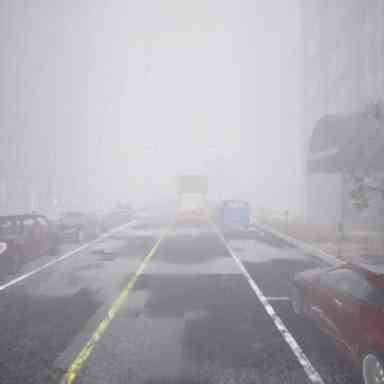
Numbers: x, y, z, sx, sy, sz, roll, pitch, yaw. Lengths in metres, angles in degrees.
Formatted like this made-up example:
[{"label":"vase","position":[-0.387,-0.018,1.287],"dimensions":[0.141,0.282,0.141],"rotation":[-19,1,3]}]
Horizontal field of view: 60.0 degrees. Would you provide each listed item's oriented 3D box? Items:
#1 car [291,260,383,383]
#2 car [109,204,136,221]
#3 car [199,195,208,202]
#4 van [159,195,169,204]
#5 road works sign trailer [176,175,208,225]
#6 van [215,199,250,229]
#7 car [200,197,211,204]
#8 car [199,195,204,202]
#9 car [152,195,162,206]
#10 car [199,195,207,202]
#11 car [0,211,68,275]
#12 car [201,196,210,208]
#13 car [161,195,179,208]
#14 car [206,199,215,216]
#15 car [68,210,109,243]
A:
[{"label":"car","position":[2.689,1.593,4.593],"dimensions":[1.802,1.307,4.206],"rotation":[0,0,0]},{"label":"car","position":[-5.694,1.636,27.363],"dimensions":[1.802,1.307,4.206],"rotation":[0,0,0]},{"label":"car","position":[2.684,1.559,78.594],"dimensions":[1.967,1.590,4.097],"rotation":[0,0,0]},{"label":"van","position":[-5.696,1.456,67.212],"dimensions":[1.690,1.788,3.998],"rotation":[0,0,0]},{"label":"road works sign trailer","position":[-0.003,0.514,24.690],"dimensions":[2.380,3.560,2.880],"rotation":[0,0,0]},{"label":"van","position":[2.688,1.385,21.670],"dimensions":[1.690,1.788,3.998],"rotation":[0,0,0]},{"label":"car","position":[2.684,1.666,67.208],"dimensions":[2.008,1.369,4.403],"rotation":[0,0,0]},{"label":"car","position":[2.685,1.661,61.516],"dimensions":[2.008,1.369,4.403],"rotation":[0,0,0]},{"label":"car","position":[-5.696,1.655,55.826],"dimensions":[2.008,1.369,4.403],"rotation":[0,0,0]},{"label":"car","position":[2.683,1.560,84.286],"dimensions":[1.967,1.590,4.097],"rotation":[0,0,0]},{"label":"car","position":[-5.692,1.464,10.287],"dimensions":[1.967,1.590,4.097],"rotation":[0,0,0]},{"label":"car","position":[2.685,1.677,50.131],"dimensions":[1.802,1.307,4.206],"rotation":[0,0,0]},{"label":"car","position":[-3.081,1.450,51.166],"dimensions":[2.097,1.767,4.553],"rotation":[0,0,0]},{"label":"car","position":[2.687,1.646,33.053],"dimensions":[1.802,1.307,4.206],"rotation":[0,0,0]},{"label":"car","position":[-5.692,1.585,15.979],"dimensions":[2.008,1.369,4.403],"rotation":[0,0,0]}]
